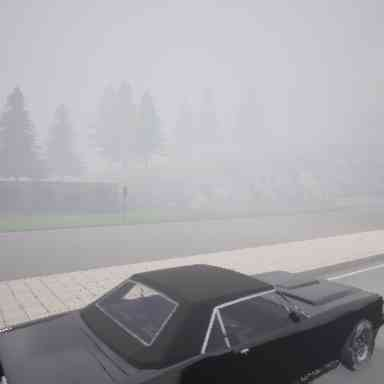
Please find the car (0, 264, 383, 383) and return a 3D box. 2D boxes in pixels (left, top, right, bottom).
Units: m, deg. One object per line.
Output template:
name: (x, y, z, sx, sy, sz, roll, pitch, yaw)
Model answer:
car: (0.371, 1.600, 4.009, 4.718, 1.301, 1.895, 0, 0, -36)
